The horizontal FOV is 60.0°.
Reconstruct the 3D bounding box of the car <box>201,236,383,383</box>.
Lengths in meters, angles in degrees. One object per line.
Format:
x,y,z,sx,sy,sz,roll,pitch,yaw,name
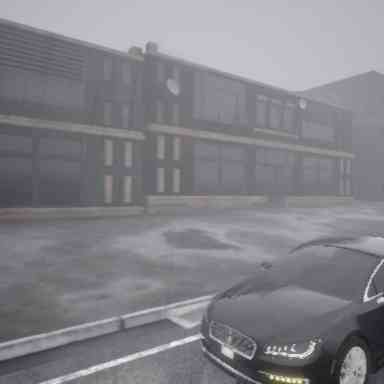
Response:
2.367,1.502,5.065,4.892,1.490,1.837,0,0,-35,car
